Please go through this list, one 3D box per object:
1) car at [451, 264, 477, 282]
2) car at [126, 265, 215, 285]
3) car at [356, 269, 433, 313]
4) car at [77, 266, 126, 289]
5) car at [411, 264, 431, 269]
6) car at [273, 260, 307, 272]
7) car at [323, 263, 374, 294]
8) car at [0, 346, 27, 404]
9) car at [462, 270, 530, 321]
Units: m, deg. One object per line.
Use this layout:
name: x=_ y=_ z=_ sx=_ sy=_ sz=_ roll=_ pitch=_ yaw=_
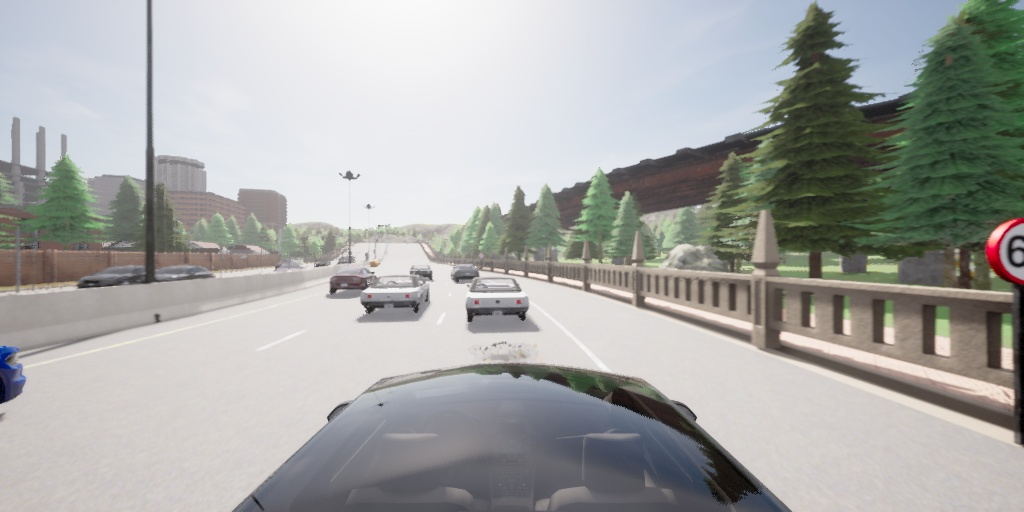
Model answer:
car: x=-3.895 y=1.334 z=29.485 sx=1.994 sy=1.385 sz=4.181 roll=0 pitch=0 yaw=-15
car: x=-20.077 y=1.336 z=21.651 sx=1.837 sy=1.490 sz=4.892 roll=0 pitch=-1 yaw=-14
car: x=-4.367 y=1.370 z=14.141 sx=1.895 sy=1.301 sz=4.718 roll=0 pitch=0 yaw=-7
car: x=-23.778 y=1.350 z=22.104 sx=1.837 sy=1.490 sz=4.892 roll=0 pitch=-1 yaw=-14
car: x=-8.071 y=1.387 z=31.615 sx=1.895 sy=1.301 sz=4.718 roll=0 pitch=0 yaw=-16
car: x=-18.906 y=1.352 z=30.708 sx=1.812 sy=1.442 sz=4.674 roll=0 pitch=0 yaw=-17
car: x=-8.972 y=1.313 z=20.516 sx=1.812 sy=1.442 sz=4.674 roll=0 pitch=0 yaw=-11
car: x=-7.038 y=1.254 z=2.357 sx=1.882 sy=1.535 sz=5.008 roll=0 pitch=0 yaw=0
car: x=-0.641 y=1.355 z=12.539 sx=1.895 sy=1.301 sz=4.718 roll=0 pitch=0 yaw=-6
